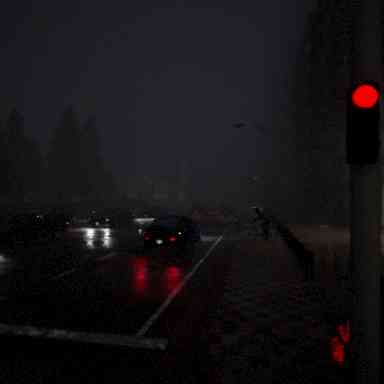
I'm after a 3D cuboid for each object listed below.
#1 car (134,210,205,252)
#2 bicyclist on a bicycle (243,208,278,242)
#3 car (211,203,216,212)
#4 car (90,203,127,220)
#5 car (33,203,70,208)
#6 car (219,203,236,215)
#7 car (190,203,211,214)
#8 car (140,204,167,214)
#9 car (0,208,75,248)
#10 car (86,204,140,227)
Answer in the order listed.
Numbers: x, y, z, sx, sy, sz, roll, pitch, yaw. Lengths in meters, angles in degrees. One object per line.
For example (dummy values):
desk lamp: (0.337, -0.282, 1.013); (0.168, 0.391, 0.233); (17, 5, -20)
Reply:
car: (-0.806, 1.746, 15.051); (1.812, 1.442, 4.674); (1, -1, 11)
bicyclist on a bicycle: (3.302, 1.591, 16.088); (1.656, 1.620, 0.582); (0, -1, 11)
car: (2.542, 2.374, 51.852); (1.994, 1.385, 4.181); (1, -1, 11)
car: (-8.241, 1.918, 33.205); (1.812, 1.442, 4.674); (1, -1, 11)
car: (-10.115, 1.570, 23.145); (2.097, 1.767, 4.553); (1, -1, 11)
car: (4.715, 2.254, 44.440); (1.812, 1.442, 4.674); (1, -1, 11)
car: (0.900, 2.163, 43.032); (1.837, 1.490, 4.892); (1, -1, 11)
car: (-4.129, 2.037, 36.112); (2.033, 1.411, 5.357); (1, -1, 11)
car: (-7.928, 1.685, 15.793); (2.033, 1.411, 5.357); (1, -1, 11)
car: (-6.084, 1.856, 25.689); (2.033, 1.411, 5.357); (1, -1, 11)
